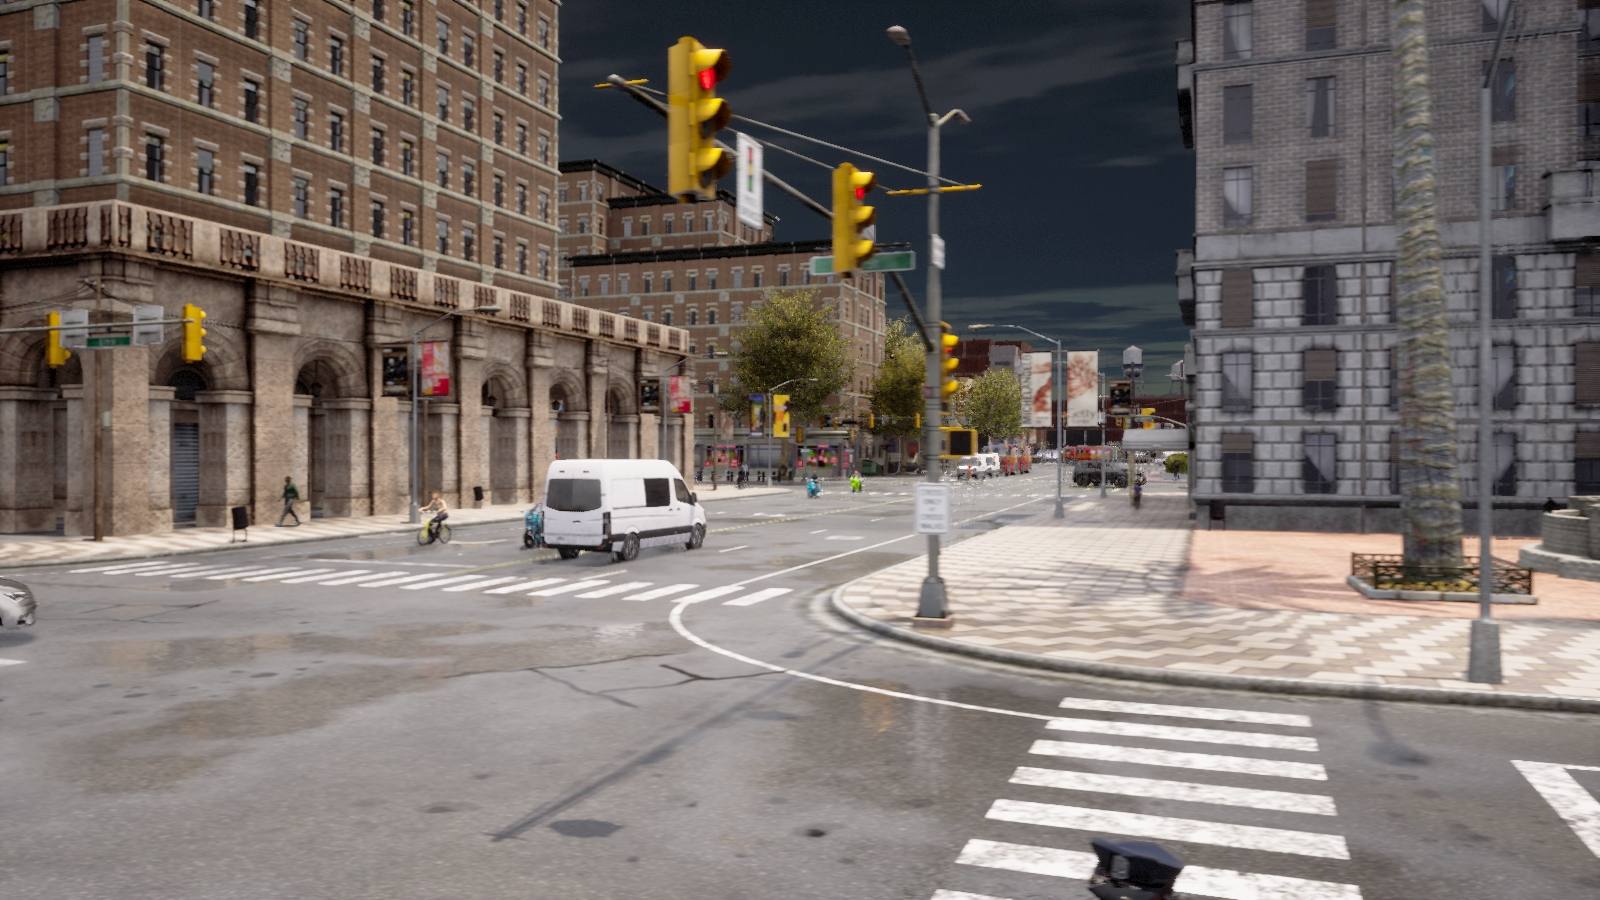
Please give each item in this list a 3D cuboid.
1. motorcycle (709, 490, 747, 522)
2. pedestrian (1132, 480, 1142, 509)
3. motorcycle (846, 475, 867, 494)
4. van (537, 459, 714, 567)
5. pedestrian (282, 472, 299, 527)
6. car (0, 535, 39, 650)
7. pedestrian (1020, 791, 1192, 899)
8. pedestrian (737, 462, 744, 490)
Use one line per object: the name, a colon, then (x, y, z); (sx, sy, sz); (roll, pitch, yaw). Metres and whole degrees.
motorcycle: (-2.855, 2.213, 45.597); (0.803, 1.145, 2.033); (0, 0, 19)
pedestrian: (15.063, 1.978, 51.075); (0.375, 1.300, 0.375); (0, 0, 12)
motorcycle: (3.673, 2.214, 73.529); (0.803, 1.145, 2.033); (0, 0, 20)
van: (-4.478, 1.534, 30.589); (1.988, 2.561, 5.915); (0, 0, 21)
pedestrian: (-17.452, 1.696, 39.135); (0.375, 1.860, 0.375); (0, 0, 27)
car: (-13.091, 2.065, 15.844); (4.193, 1.474, 1.816); (0, 0, -35)
pedestrian: (0.767, 1.849, 2.834); (0.375, 1.860, 0.375); (0, 0, 21)
pedestrian: (-3.939, 1.697, 75.586); (0.375, 1.860, 0.375); (0, 0, 13)
